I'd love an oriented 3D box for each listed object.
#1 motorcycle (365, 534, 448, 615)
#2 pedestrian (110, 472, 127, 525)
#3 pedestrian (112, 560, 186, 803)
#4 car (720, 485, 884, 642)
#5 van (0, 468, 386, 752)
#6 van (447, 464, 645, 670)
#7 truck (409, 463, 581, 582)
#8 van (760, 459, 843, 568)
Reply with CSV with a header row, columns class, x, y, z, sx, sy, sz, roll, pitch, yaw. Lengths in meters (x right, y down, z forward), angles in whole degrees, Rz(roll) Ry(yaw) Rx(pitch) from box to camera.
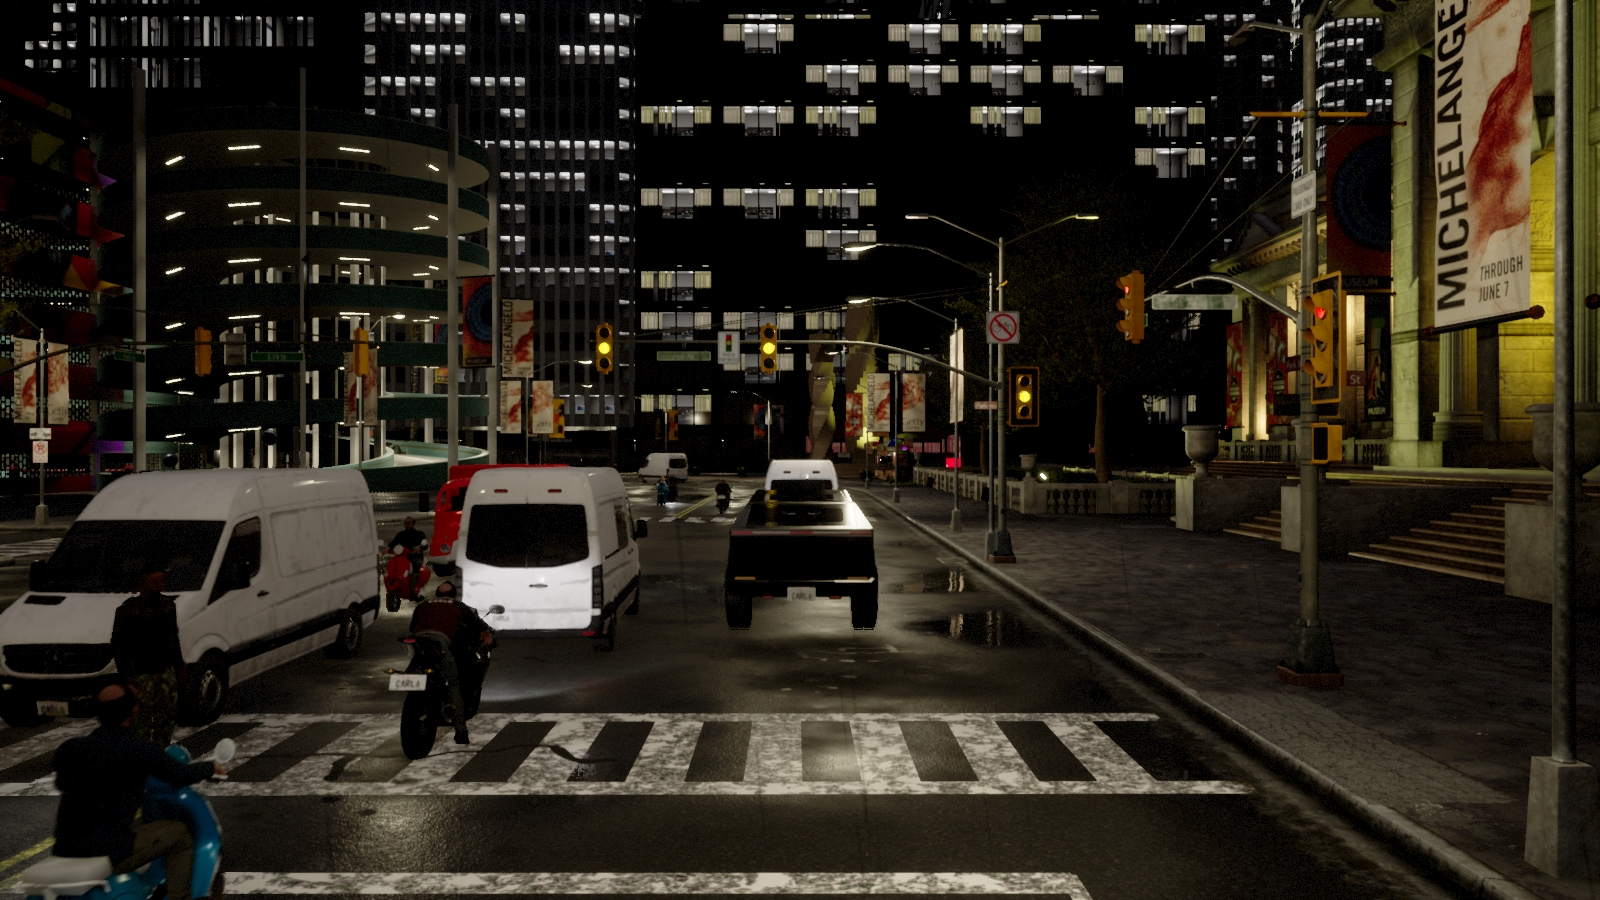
class,x,y,z,sx,sy,sz,roll,pitch,yaw
motorcycle,-6.961,2.182,20.292,0.856,1.236,1.805,0,0,0
pedestrian,-23.985,1.698,40.203,0.375,1.860,0.375,0,0,22
pedestrian,-5.270,1.848,9.249,0.375,1.860,0.375,0,0,27
car,0.029,1.753,19.783,2.390,2.098,6.274,0,0,0
van,-6.991,1.535,13.591,1.988,2.561,5.915,0,0,0
van,-3.656,1.534,17.605,1.988,2.561,5.915,0,0,-3
truck,-6.962,1.567,26.823,2.627,2.467,5.204,0,0,0
van,0.032,1.534,30.272,1.988,2.561,5.915,0,0,0
